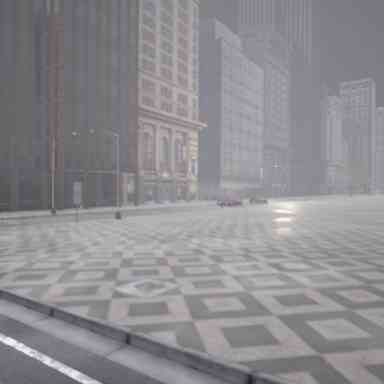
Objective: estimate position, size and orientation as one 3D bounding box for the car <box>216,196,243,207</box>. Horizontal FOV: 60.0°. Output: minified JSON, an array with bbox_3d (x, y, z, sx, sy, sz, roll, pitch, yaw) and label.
[{"bbox_3d":[5.884,1.630,49.923,1.895,1.301,4.718,1,1,36],"label":"car"}]

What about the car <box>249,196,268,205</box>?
[{"bbox_3d":[11.637,1.491,58.142,1.837,1.490,4.892,1,1,35],"label":"car"}]

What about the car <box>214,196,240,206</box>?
[{"bbox_3d":[5.819,1.475,55.114,2.128,1.511,4.902,1,1,35],"label":"car"}]
